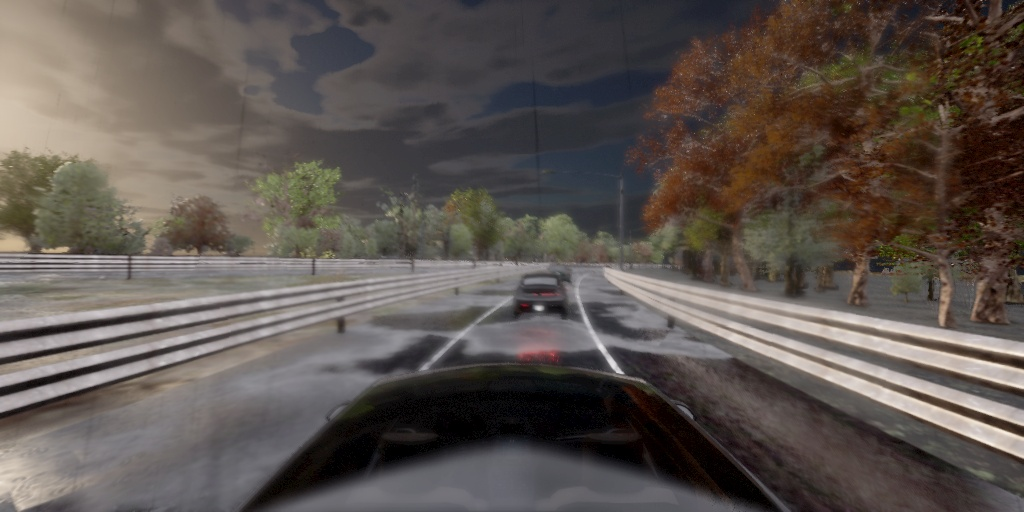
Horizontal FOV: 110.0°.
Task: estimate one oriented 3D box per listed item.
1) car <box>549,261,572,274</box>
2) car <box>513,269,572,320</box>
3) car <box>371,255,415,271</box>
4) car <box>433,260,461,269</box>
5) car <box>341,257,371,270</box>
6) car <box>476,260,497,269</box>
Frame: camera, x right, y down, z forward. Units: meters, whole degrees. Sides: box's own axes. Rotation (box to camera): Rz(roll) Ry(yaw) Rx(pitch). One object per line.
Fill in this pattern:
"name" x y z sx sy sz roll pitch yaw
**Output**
"car" 4.073 1.495 30.832 2.097 1.767 4.553 0 -1 12
"car" 1.154 1.413 13.579 1.837 1.490 4.892 0 -1 7
"car" -13.470 0.775 41.838 2.097 1.767 4.553 0 -1 33
"car" -10.706 1.360 59.119 2.033 1.411 5.357 0 -1 33
"car" -17.482 0.883 42.071 1.837 1.490 4.892 0 -1 33
"car" -4.526 1.432 62.298 1.882 1.535 5.008 0 -1 33
